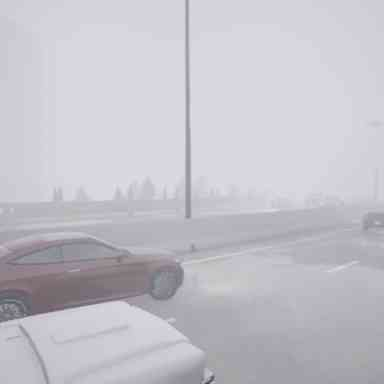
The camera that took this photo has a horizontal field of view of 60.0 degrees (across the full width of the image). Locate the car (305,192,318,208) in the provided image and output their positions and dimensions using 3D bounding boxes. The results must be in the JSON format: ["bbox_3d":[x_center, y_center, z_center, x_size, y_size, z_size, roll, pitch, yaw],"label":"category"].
[{"bbox_3d":[16.965,1.053,45.763,2.150,2.045,5.566,0,0,27],"label":"car"}]

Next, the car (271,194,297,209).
[{"bbox_3d":[11.701,1.358,43.500,2.128,1.511,4.902,0,0,29],"label":"car"}]

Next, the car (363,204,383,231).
[{"bbox_3d":[11.216,1.429,19.007,1.812,1.442,4.674,0,0,42],"label":"car"}]

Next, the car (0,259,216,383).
[{"bbox_3d":[-2.128,1.613,2.372,4.718,1.301,1.895,0,0,-36],"label":"car"}]

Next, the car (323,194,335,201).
[{"bbox_3d":[30.569,1.227,74.320,1.994,1.385,4.181,0,0,15],"label":"car"}]

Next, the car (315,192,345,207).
[{"bbox_3d":[15.117,1.207,35.745,2.097,1.767,4.553,0,0,33],"label":"car"}]

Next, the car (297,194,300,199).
[{"bbox_3d":[25.568,1.078,82.590,1.994,1.385,4.181,0,0,15],"label":"car"}]

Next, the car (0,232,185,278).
[{"bbox_3d":[-2.336,1.534,6.598,4.674,1.442,1.812,0,0,-37],"label":"car"}]
